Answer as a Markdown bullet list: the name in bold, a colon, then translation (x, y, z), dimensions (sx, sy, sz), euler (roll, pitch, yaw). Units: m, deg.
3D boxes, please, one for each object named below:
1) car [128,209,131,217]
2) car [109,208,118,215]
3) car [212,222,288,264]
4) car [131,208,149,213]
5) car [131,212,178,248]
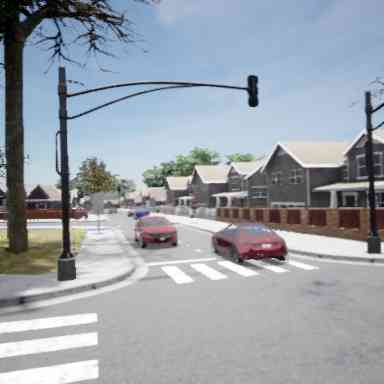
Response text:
- **car**: translation (-10.292, 3.649, 58.588), dimensions (1.895, 1.301, 4.718), euler (-2, -2, -15)
- **car**: translation (-17.942, 4.321, 75.655), dimensions (1.837, 1.490, 4.892), euler (-2, -2, -16)
- **car**: translation (2.180, 1.931, 13.633), dimensions (1.994, 1.385, 4.181), euler (-2, -2, -13)
- **car**: translation (-7.139, 3.093, 47.391), dimensions (1.882, 1.535, 5.008), euler (-2, -2, -15)
- **car**: translation (-2.118, 2.133, 18.815), dimensions (1.882, 1.535, 5.008), euler (-2, -2, -15)
